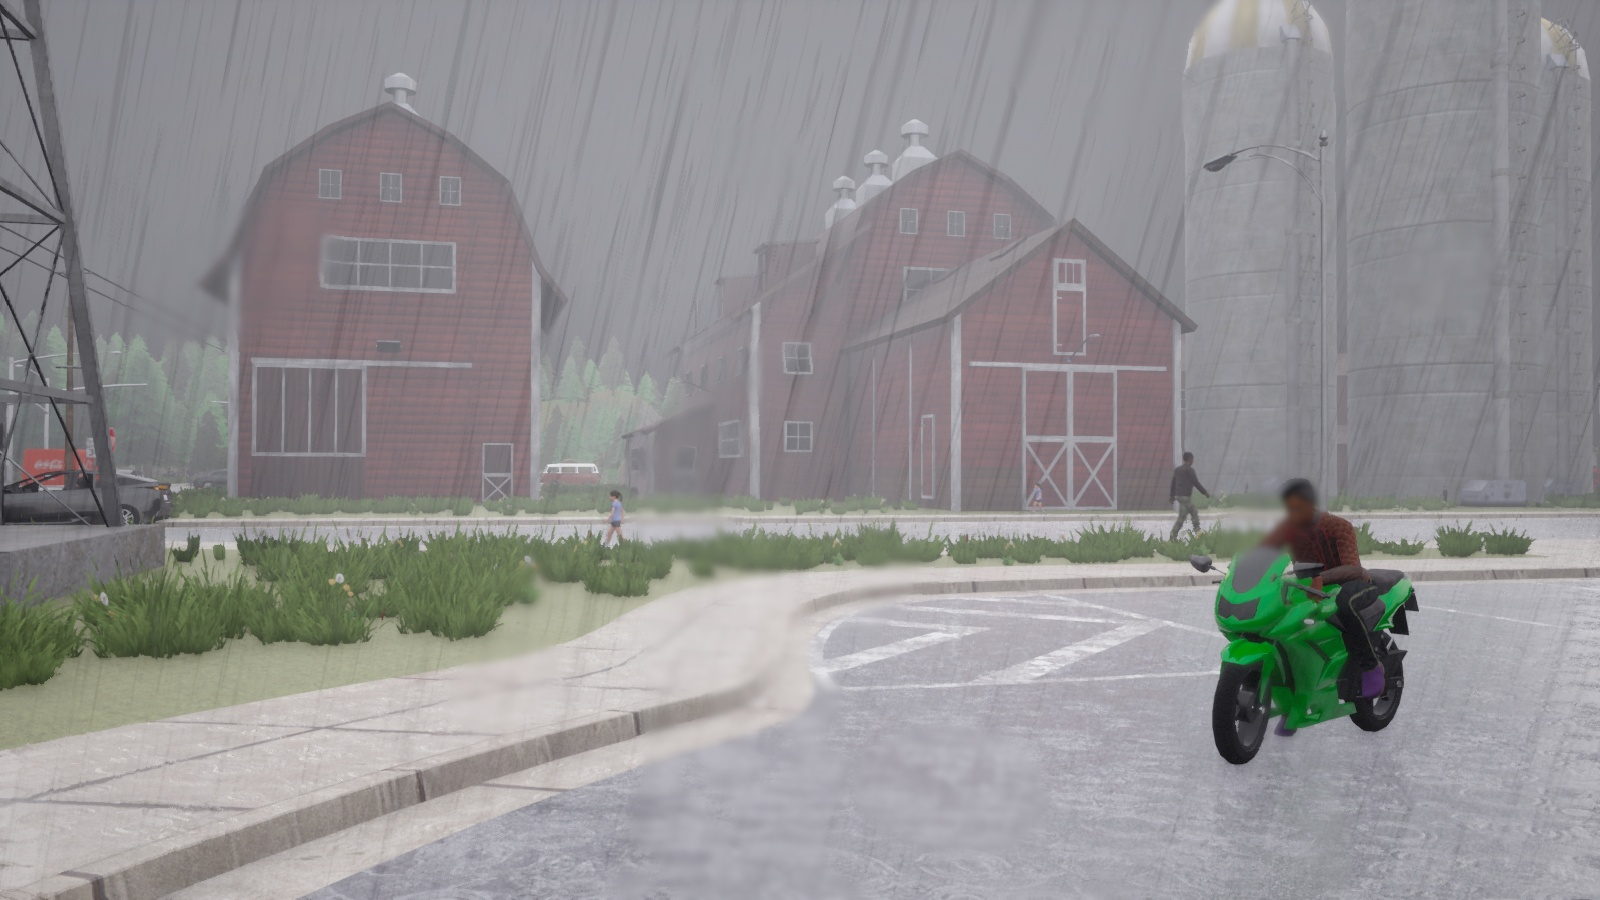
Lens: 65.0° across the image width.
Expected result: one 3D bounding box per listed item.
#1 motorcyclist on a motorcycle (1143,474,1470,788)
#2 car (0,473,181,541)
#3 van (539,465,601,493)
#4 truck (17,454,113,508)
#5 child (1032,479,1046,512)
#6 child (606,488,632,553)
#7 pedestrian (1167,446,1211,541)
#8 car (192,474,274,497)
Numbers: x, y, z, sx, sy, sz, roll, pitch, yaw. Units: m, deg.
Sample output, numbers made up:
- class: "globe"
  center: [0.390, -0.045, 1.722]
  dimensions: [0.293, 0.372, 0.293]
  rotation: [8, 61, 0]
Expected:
- class: "motorcyclist on a motorcycle"
  center: [2.901, 0.904, 7.094]
  dimensions: [2.044, 1.523, 0.797]
  rotation: [1, -1, -39]
- class: "car"
  center: [-17.472, 1.334, 29.985]
  dimensions: [4.514, 1.525, 2.007]
  rotation: [0, -1, -15]
- class: "van"
  center: [-17.421, 2.174, 95.091]
  dimensions: [4.480, 2.038, 2.069]
  rotation: [0, -1, -15]
- class: "truck"
  center: [-35.317, 1.483, 60.529]
  dimensions: [2.627, 2.467, 5.204]
  rotation: [0, -1, -14]
- class: "child"
  center: [7.960, 1.519, 41.870]
  dimensions: [0.394, 1.110, 0.255]
  rotation: [0, -1, -16]
- class: "child"
  center: [-3.171, 1.231, 21.975]
  dimensions: [0.394, 1.110, 0.255]
  rotation: [0, -1, 5]
- class: "pedestrian"
  center: [7.628, 0.852, 24.632]
  dimensions: [0.703, 1.840, 0.431]
  rotation: [0, -1, -14]
- class: "car"
  center: [-38.665, 2.390, 85.784]
  dimensions: [4.892, 1.490, 1.837]
  rotation: [0, -1, -15]
